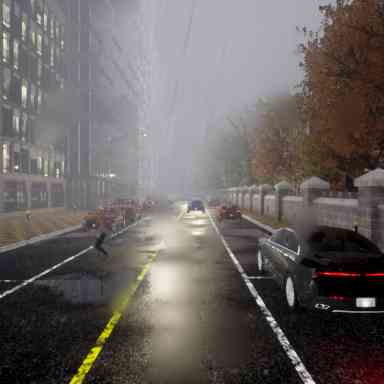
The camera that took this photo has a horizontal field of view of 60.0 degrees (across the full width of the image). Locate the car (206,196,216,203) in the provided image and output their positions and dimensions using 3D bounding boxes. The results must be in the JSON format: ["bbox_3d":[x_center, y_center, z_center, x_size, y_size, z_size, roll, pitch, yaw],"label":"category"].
[{"bbox_3d":[3.947,1.551,71.397,2.008,1.369,4.403,0,0,1],"label":"car"}]

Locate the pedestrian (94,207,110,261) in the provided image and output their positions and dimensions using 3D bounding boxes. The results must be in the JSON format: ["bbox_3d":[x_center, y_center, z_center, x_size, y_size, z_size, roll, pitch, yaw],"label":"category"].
[{"bbox_3d":[-2.891,1.293,10.667,0.375,1.860,0.375,0,0,0],"label":"pedestrian"}]

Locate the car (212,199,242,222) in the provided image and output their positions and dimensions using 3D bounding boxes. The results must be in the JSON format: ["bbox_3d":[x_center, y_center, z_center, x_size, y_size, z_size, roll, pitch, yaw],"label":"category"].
[{"bbox_3d":[2.888,1.544,26.340,1.887,1.381,4.507,0,0,1],"label":"car"}]

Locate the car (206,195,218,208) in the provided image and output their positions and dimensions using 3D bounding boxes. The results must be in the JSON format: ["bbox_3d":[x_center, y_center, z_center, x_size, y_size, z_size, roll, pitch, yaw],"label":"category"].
[{"bbox_3d":[3.317,1.545,48.898,1.887,1.381,4.507,0,0,1],"label":"car"}]

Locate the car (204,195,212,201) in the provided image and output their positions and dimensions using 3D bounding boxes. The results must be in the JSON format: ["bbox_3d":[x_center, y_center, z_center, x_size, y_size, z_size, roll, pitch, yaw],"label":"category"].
[{"bbox_3d":[4.315,1.548,88.250,2.008,1.369,4.403,0,0,1],"label":"car"}]

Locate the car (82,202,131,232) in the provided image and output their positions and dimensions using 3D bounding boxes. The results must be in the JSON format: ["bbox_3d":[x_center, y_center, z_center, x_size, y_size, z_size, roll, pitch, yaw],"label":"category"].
[{"bbox_3d":[-5.209,1.544,20.131,1.887,1.381,4.507,0,0,1],"label":"car"}]

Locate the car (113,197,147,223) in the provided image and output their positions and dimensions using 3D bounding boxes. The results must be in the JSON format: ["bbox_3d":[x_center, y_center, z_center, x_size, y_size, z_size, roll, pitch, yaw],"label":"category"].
[{"bbox_3d":[-5.145,1.314,25.757,2.192,1.841,5.009,0,0,1],"label":"car"}]

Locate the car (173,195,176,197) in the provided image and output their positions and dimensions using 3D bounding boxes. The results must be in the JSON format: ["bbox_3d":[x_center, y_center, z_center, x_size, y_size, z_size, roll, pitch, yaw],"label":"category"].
[{"bbox_3d":[-4.569,1.550,59.493,2.008,1.369,4.403,0,0,2],"label":"car"}]

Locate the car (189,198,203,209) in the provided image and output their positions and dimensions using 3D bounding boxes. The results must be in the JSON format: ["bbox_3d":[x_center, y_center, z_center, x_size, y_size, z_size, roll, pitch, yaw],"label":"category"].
[{"bbox_3d":[0.636,1.601,47.626,1.895,1.301,4.718,0,0,2],"label":"car"}]

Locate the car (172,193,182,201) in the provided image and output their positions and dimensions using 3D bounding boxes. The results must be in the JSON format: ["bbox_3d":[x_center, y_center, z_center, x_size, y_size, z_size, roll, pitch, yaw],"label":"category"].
[{"bbox_3d":[-3.867,1.313,87.660,2.192,1.841,5.009,0,0,1],"label":"car"}]

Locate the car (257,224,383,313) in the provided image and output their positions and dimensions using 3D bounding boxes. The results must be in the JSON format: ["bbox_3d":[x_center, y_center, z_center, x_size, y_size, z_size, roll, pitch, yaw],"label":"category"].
[{"bbox_3d":[2.766,1.505,7.697,1.837,1.490,4.892,0,0,0],"label":"car"}]

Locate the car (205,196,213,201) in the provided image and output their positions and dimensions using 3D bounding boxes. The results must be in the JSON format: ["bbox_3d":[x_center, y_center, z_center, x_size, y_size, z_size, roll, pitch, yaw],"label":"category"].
[{"bbox_3d":[4.209,1.581,82.631,1.802,1.307,4.206,0,0,1],"label":"car"}]

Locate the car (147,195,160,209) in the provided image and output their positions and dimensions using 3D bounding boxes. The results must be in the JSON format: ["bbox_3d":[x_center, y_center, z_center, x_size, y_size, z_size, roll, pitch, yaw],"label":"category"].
[{"bbox_3d":[-5.000,1.314,42.633,2.192,1.841,5.009,0,0,1],"label":"car"}]

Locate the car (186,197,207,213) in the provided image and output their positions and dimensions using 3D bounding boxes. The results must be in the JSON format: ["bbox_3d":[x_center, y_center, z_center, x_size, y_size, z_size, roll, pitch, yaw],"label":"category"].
[{"bbox_3d":[0.446,1.525,36.624,1.812,1.442,4.674,0,0,1],"label":"car"}]

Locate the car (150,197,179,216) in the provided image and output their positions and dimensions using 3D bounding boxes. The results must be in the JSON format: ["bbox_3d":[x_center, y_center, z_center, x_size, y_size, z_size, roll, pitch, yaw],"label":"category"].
[{"bbox_3d":[-2.575,1.504,32.160,1.837,1.490,4.892,0,0,1],"label":"car"}]

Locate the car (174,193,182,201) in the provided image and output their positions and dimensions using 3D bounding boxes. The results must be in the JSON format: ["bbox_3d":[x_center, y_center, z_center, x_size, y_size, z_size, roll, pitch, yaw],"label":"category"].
[{"bbox_3d":[-4.101,1.550,76.383,2.008,1.369,4.403,0,0,1],"label":"car"}]
